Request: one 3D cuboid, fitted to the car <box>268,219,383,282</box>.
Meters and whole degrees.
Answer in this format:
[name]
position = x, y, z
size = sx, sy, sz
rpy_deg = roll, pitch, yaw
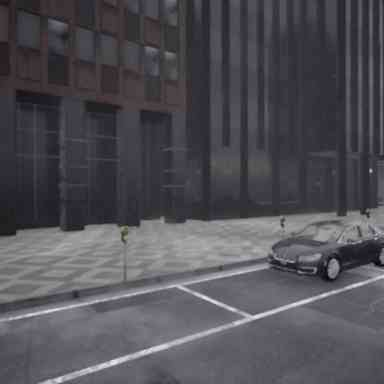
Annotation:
[car]
position = 4.062, 1.501, 9.540
size = 4.403, 1.369, 2.008
rpy_deg = 0, 0, -35
